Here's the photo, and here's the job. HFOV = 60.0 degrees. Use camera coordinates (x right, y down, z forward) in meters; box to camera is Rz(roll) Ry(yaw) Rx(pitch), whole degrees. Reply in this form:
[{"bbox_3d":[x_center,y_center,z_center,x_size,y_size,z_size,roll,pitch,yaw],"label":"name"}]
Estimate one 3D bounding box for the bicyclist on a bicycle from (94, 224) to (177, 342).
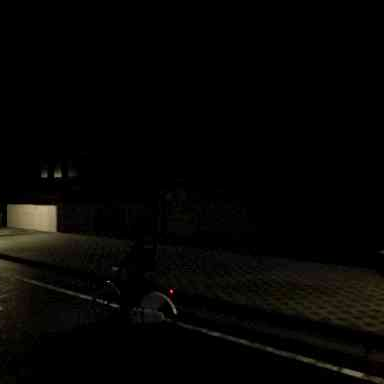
[{"bbox_3d":[-0.988,1.386,5.366,1.843,1.776,0.659,0,0,36],"label":"bicyclist on a bicycle"}]
